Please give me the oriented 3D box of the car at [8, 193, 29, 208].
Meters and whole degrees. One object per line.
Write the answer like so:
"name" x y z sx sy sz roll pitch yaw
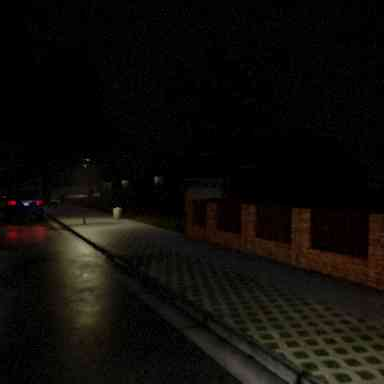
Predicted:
"car" -19.330 0.923 36.918 1.882 1.535 5.008 0 0 -29

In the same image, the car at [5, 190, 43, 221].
"car" -11.833 0.869 23.461 2.150 2.045 5.566 0 0 -29
